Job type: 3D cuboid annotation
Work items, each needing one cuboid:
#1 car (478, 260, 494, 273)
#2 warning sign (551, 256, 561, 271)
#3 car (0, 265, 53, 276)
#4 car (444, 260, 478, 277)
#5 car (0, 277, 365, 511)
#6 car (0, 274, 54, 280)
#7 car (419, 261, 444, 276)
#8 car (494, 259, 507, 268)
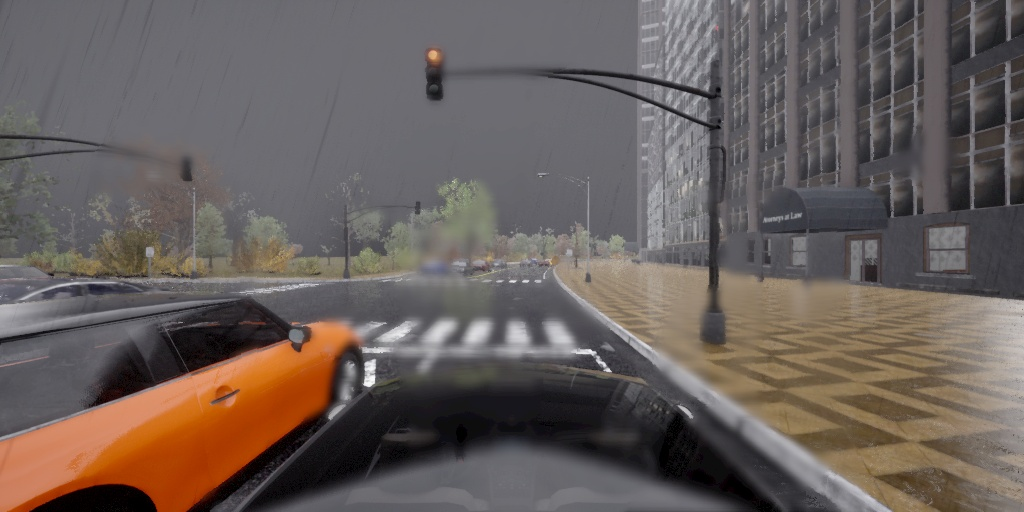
[{"bbox_3d":[-3.957,1.226,44.579,1.882,1.535,5.008,0,0,7],"label":"car"},{"bbox_3d":[5.451,0.868,44.118,1.300,1.860,1.060,0,0,7],"label":"warning sign"},{"bbox_3d":[-20.969,1.159,14.958,4.553,1.767,2.097,0,0,4],"label":"car"},{"bbox_3d":[-4.937,1.273,35.375,1.812,1.442,4.674,0,0,6],"label":"car"},{"bbox_3d":[-3.103,1.102,3.187,2.097,1.767,4.553,0,0,0],"label":"car"},{"bbox_3d":[-9.758,1.240,7.339,2.128,1.511,4.902,0,0,1],"label":"car"},{"bbox_3d":[-8.021,1.224,37.227,1.882,1.535,5.008,0,0,6],"label":"car"},{"bbox_3d":[-2.064,1.244,58.239,2.128,1.511,4.902,0,0,9],"label":"car"}]
